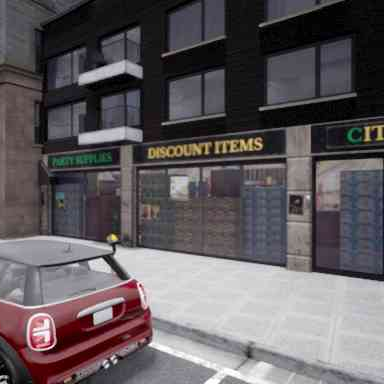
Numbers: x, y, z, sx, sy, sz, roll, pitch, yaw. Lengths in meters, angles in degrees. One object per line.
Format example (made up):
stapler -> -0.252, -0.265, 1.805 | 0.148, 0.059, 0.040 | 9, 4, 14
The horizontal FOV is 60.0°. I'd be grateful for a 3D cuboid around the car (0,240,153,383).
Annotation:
car -> -2.594, 1.439, 4.925 | 4.097, 1.590, 1.967 | 0, 0, 35
